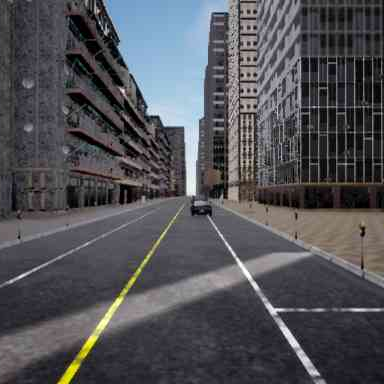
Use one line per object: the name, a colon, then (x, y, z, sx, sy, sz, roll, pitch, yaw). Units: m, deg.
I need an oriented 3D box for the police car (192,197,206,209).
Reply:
police car: (0.899, 1.544, 48.203, 1.930, 1.638, 5.238, 0, 0, 0)

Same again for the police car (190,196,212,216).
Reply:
police car: (0.899, 1.480, 32.202, 1.930, 1.638, 5.238, 0, 0, 0)
